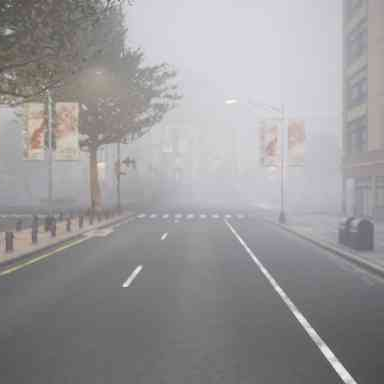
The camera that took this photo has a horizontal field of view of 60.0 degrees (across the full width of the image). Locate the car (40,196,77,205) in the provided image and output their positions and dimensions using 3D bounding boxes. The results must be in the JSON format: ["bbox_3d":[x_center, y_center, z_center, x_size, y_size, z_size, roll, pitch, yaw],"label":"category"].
[{"bbox_3d":[-18.953,1.209,47.067,4.718,1.301,1.895,0,0,8],"label":"car"}]
